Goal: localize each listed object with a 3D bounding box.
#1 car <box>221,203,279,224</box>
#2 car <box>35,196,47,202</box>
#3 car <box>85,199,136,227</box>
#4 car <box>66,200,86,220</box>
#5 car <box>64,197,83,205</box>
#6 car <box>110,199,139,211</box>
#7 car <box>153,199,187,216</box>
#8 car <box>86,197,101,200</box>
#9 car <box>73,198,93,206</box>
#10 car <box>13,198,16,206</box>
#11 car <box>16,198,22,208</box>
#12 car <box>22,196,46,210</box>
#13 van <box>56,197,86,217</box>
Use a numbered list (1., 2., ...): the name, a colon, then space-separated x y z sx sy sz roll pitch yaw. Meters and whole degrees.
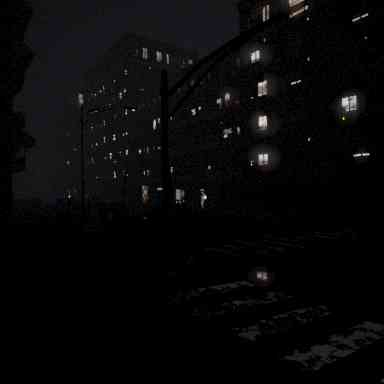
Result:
1. car: 4.102 1.498 24.459 1.752 1.417 4.829 -1 1 -36
2. car: -37.659 1.728 82.835 1.887 1.381 4.507 -1 1 -36
3. car: -5.836 1.553 23.947 1.967 1.590 4.097 -1 1 -36
4. car: -8.955 1.652 28.310 1.752 1.417 4.829 -1 1 -36
5. car: -21.559 1.645 60.330 2.008 1.369 4.403 -1 1 -36
6. car: -8.679 1.581 42.325 2.008 1.369 4.403 -1 1 -36
7. car: -2.240 1.441 33.322 1.967 1.590 4.097 -1 1 -36
8. car: -15.121 1.502 51.326 1.967 1.590 4.097 -1 1 -36
9. car: -18.339 1.643 55.828 1.947 1.339 4.313 -1 1 -36
10. car: -31.594 1.782 59.956 1.887 1.381 4.507 -1 1 -36
11. car: -25.154 1.769 50.953 1.947 1.339 4.313 -1 1 -36
12. car: -21.936 1.628 46.451 1.967 1.590 4.097 -1 1 -36
13. van: -12.277 1.483 32.947 1.690 1.788 3.998 -1 1 -36
